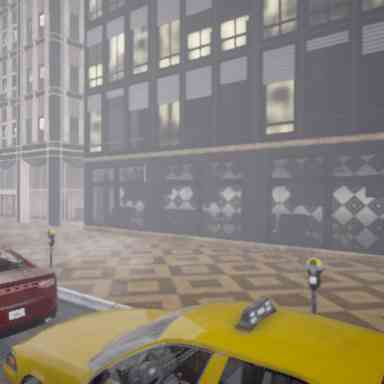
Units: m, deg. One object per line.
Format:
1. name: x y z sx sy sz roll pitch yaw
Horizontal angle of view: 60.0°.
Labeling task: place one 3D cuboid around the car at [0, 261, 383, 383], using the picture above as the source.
1. car: 0.274 1.526 2.674 4.829 1.417 1.752 0 0 36

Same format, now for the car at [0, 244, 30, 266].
1. car: -4.226 1.549 5.886 4.507 1.381 1.887 0 0 36
